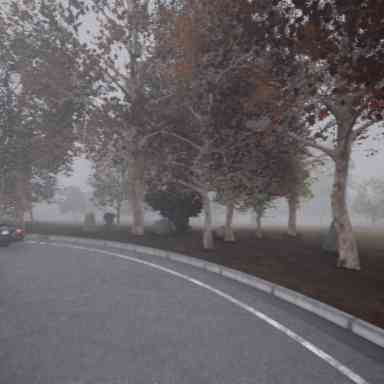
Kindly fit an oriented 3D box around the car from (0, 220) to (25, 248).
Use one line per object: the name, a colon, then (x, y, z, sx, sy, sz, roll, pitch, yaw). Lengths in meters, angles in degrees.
car: (-9.541, 1.670, 13.924, 5.357, 1.411, 2.033, -1, 0, 24)
